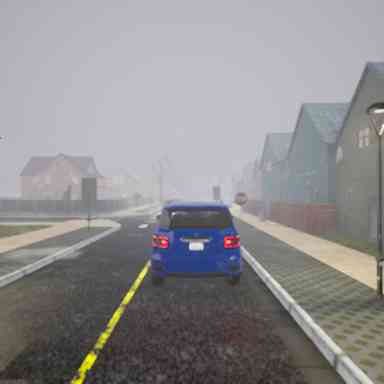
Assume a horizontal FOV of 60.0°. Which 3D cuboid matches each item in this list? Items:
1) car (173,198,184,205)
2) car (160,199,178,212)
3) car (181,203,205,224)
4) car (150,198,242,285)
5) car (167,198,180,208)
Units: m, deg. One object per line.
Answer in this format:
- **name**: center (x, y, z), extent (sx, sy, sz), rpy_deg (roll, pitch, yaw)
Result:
- **car**: center (-2.784, 1.890, 68.350), extent (2.033, 1.411, 5.357), rpy_deg (0, 0, 0)
- **car**: center (-2.860, 1.712, 42.385), extent (1.837, 1.490, 4.892), rpy_deg (0, 0, 0)
- **car**: center (0.086, 1.655, 27.008), extent (1.812, 1.442, 4.674), rpy_deg (0, 0, 0)
- **car**: center (0.095, 1.268, 9.760), extent (2.150, 2.045, 5.566), rpy_deg (0, 0, 0)
- **car**: center (-2.859, 1.790, 53.509), extent (1.812, 1.442, 4.674), rpy_deg (0, 0, 0)
